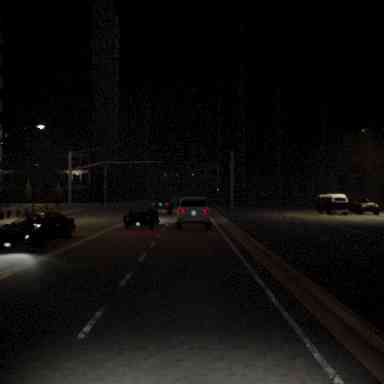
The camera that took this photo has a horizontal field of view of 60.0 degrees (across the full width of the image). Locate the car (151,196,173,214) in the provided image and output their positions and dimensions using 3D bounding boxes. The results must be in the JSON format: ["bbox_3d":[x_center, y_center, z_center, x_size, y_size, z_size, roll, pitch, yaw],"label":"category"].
[{"bbox_3d":[-3.410,1.458,38.298,2.150,2.045,5.566,0,0,0],"label":"car"}]

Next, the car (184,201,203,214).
[{"bbox_3d":[0.221,1.813,40.348,1.994,1.385,4.181,0,0,4],"label":"car"}]

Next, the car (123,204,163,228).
[{"bbox_3d":[-3.400,1.744,23.168,1.895,1.301,4.718,0,0,0],"label":"car"}]

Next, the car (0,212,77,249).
[{"bbox_3d":[-7.014,1.643,15.311,2.033,1.411,5.357,0,0,0],"label":"car"}]

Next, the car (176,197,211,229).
[{"bbox_3d":[0.101,1.363,23.016,2.150,2.045,5.566,0,0,0],"label":"car"}]
